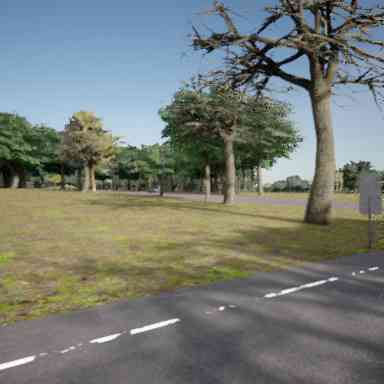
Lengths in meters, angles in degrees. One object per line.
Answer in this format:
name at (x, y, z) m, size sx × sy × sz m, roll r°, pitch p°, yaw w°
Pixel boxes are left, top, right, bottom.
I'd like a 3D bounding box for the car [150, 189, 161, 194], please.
car at (-9.884, -0.199, 90.853) m, size 1.812 × 1.442 × 4.674 m, roll -1°, pitch 2°, yaw -29°
